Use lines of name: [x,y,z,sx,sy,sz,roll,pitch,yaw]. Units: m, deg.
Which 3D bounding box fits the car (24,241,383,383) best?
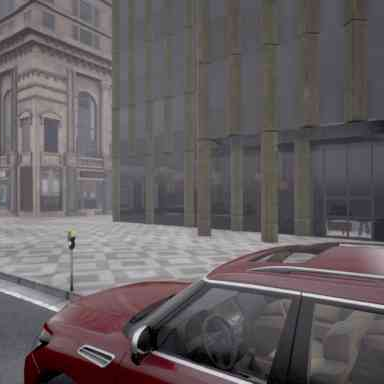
car: [0.897,1.315,2.333,5.009,1.841,2.192,0,0,36]
